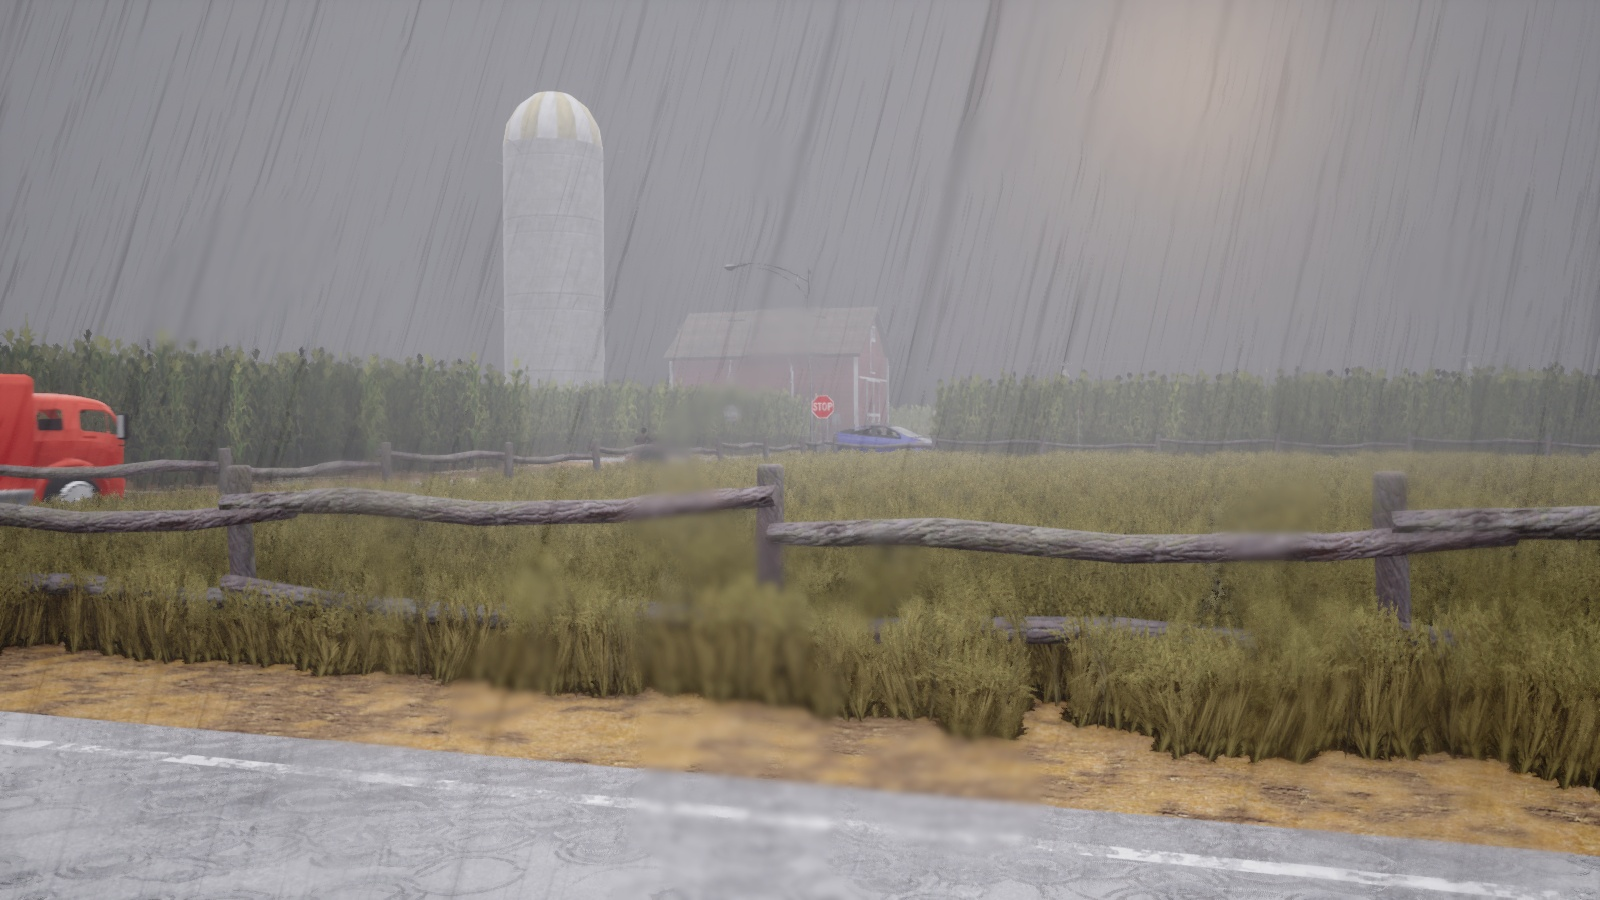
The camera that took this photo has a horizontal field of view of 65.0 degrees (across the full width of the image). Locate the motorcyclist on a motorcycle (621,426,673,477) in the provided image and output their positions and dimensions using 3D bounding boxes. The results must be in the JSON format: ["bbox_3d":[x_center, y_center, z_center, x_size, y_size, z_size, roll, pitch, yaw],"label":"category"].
[{"bbox_3d":[-5.009,0.027,41.230,0.766,1.649,2.350,1,1,19],"label":"motorcyclist on a motorcycle"}]

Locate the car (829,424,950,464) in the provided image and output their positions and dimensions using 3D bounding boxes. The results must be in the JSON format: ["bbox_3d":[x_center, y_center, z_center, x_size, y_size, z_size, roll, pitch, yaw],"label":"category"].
[{"bbox_3d":[3.627,-0.280,51.290,4.514,1.525,2.007,1,1,33],"label":"car"}]

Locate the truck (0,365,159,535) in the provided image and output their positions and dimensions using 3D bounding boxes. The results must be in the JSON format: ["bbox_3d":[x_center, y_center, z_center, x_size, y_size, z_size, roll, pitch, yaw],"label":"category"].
[{"bbox_3d":[-12.802,-0.008,18.768,2.627,2.467,5.204,1,1,25],"label":"truck"}]
